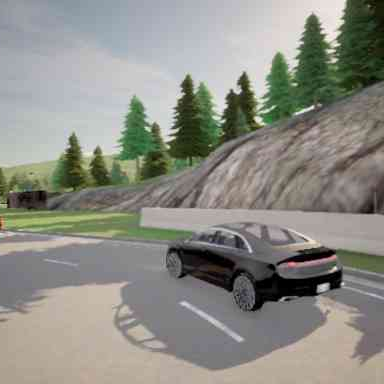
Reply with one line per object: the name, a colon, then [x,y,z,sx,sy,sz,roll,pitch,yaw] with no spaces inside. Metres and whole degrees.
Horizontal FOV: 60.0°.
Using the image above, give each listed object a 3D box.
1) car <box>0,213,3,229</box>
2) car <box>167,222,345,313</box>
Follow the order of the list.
car: [-13.696,1.681,20.203,5.566,2.045,2.150,-2,0,36]
car: [1.039,1.458,7.768,2.128,1.511,4.902,-2,0,-29]
